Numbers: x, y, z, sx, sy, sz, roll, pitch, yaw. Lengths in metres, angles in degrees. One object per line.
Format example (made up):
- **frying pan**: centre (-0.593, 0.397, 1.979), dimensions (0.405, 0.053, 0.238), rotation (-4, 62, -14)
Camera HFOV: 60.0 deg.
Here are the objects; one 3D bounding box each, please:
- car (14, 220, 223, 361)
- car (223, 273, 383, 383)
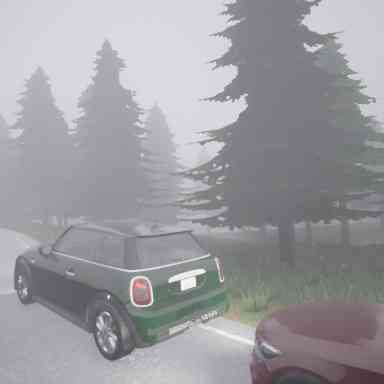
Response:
- **car**: centre (-1.579, 1.307, 6.226), dimensions (4.553, 1.767, 2.097), rotation (1, 1, 44)
- **car**: centre (2.744, 1.531, 2.598), dimensions (4.674, 1.442, 1.812), rotation (1, 0, 36)
